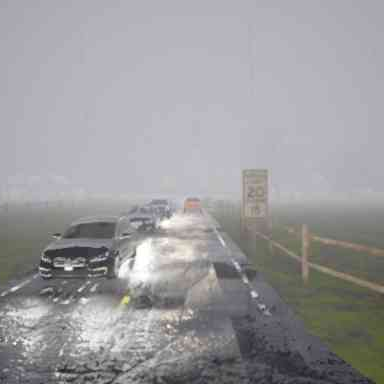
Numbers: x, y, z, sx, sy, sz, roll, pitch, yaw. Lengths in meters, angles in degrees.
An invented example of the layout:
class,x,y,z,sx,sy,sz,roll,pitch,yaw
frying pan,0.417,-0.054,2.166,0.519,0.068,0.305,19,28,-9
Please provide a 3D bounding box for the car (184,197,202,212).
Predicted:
class,x,y,z,sx,sy,sz,roll,pitch,yaw
car,0.103,1.363,38.621,2.097,1.767,4.553,0,0,0

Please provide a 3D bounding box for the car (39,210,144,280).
class,x,y,z,sx,sy,sz,roll,pitch,yaw
car,-2.820,1.510,10.066,1.837,1.490,4.892,0,0,0

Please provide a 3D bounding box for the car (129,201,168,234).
class,x,y,z,sx,sy,sz,roll,pitch,yaw
car,-2.823,1.500,19.195,2.128,1.511,4.902,0,0,0

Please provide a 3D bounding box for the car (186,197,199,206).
class,x,y,z,sx,sy,sz,roll,pitch,yaw
car,0.101,1.558,57.199,2.033,1.411,5.357,0,0,0

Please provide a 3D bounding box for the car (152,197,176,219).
class,x,y,z,sx,sy,sz,roll,pitch,yaw
car,-2.812,1.363,29.207,2.097,1.767,4.553,0,0,0
